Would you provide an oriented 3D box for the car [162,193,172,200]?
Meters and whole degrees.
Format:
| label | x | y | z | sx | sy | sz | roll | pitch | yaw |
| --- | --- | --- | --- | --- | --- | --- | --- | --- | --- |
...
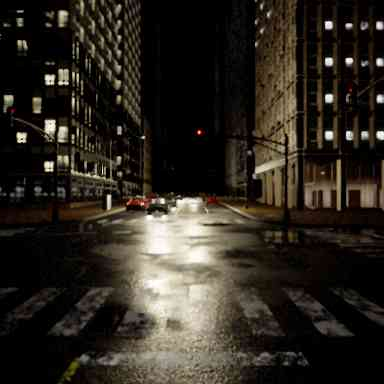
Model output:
| label | x | y | z | sx | sy | sz | roll | pitch | yaw |
| --- | --- | --- | --- | --- | --- | --- | --- | --- | --- |
| car | -5.542 | 0.957 | 73.595 | 1.887 | 1.381 | 4.507 | 1 | 0 | 0 |

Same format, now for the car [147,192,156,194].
| label | x | y | z | sx | sy | sz | roll | pitch | yaw |
| --- | --- | --- | --- | --- | --- | --- | --- | --- | --- |
| car | -5.588 | 0.949 | 45.719 | 2.192 | 1.841 | 5.009 | 1 | 0 | 0 |

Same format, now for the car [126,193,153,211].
| label | x | y | z | sx | sy | sz | roll | pitch | yaw |
| --- | --- | --- | --- | --- | --- | --- | --- | --- | --- |
| car | -5.611 | 1.163 | 34.570 | 1.967 | 1.590 | 4.097 | 1 | 0 | 0 |

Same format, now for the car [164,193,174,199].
| label | x | y | z | sx | sy | sz | roll | pitch | yaw |
| --- | --- | --- | --- | --- | --- | --- | --- | --- | --- |
| car | -5.531 | 0.919 | 79.170 | 2.008 | 1.369 | 4.403 | 1 | 0 | 0 |

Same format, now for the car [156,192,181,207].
| label | x | y | z | sx | sy | sz | roll | pitch | yaw |
| --- | --- | --- | --- | --- | --- | --- | --- | --- | --- |
| car | -3.000 | 1.012 | 42.774 | 2.097 | 1.767 | 4.553 | 0 | 0 | 1 |

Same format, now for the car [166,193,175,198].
| label | x | y | z | sx | sy | sz | roll | pitch | yaw |
| --- | --- | --- | --- | --- | --- | --- | --- | --- | --- |
| car | -5.521 | 0.869 | 84.745 | 1.887 | 1.381 | 4.507 | 1 | 0 | 0 |

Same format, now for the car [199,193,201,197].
| label | x | y | z | sx | sy | sz | roll | pitch | yaw |
| --- | --- | --- | --- | --- | --- | --- | --- | --- | --- |
| car | 2.818 | 1.067 | 62.500 | 1.947 | 1.339 | 4.313 | 1 | 0 | 0 |

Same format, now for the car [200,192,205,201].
| label | x | y | z | sx | sy | sz | roll | pitch | yaw |
| --- | --- | --- | --- | --- | --- | --- | --- | --- | --- |
| car | 2.809 | 1.069 | 57.092 | 1.752 | 1.417 | 4.829 | 1 | 0 | 0 |

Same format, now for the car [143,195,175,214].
| label | x | y | z | sx | sy | sz | roll | pitch | yaw |
| --- | --- | --- | --- | --- | --- | --- | --- | --- | --- |
| car | -3.036 | 1.295 | 31.510 | 2.033 | 1.411 | 5.357 | 0 | 0 | 0 |

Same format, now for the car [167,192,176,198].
| label | x | y | z | sx | sy | sz | roll | pitch | yaw |
| --- | --- | --- | --- | --- | --- | --- | --- | --- | --- |
| car | -5.511 | 0.831 | 90.320 | 2.008 | 1.369 | 4.403 | 1 | 0 | 0 |

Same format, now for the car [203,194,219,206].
| label | x | y | z | sx | sy | sz | roll | pitch | yaw |
| --- | --- | --- | --- | --- | --- | --- | --- | --- | --- |
| car | 2.787 | 1.216 | 45.767 | 1.802 | 1.307 | 4.206 | 1 | 0 | 0 |
